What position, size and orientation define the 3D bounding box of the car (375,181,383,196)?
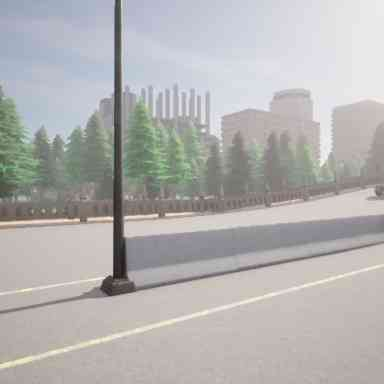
[{"bbox_3d":[22.608,-0.659,37.056,5.566,2.045,2.150,-9,5,-35],"label":"car"}]
